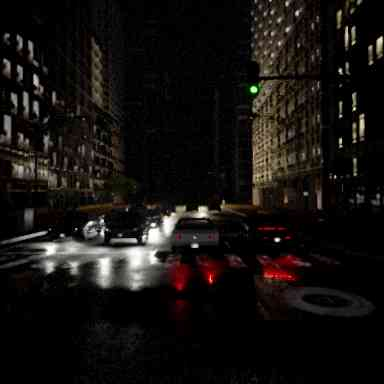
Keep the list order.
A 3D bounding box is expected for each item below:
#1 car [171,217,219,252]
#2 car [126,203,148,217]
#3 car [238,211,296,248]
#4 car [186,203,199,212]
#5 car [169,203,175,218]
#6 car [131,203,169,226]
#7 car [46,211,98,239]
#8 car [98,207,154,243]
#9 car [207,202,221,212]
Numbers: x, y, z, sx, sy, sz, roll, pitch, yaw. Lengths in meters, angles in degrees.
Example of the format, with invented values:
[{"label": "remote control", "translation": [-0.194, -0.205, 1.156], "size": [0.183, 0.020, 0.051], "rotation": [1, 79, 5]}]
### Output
[{"label": "car", "translation": [0.113, 1.777, 14.805], "size": [1.895, 1.301, 4.718], "rotation": [-1, -1, 0]}, {"label": "car", "translation": [-6.523, 2.135, 40.109], "size": [1.837, 1.490, 4.892], "rotation": [-1, -1, 1]}, {"label": "car", "translation": [3.357, 1.661, 15.519], "size": [1.837, 1.490, 4.892], "rotation": [-1, -1, 0]}, {"label": "car", "translation": [0.038, 2.313, 49.506], "size": [1.895, 1.301, 4.718], "rotation": [-1, -1, 0]}, {"label": "car", "translation": [-3.292, 2.155, 37.137], "size": [1.895, 1.301, 4.718], "rotation": [-1, -1, 0]}, {"label": "car", "translation": [-3.331, 1.890, 27.059], "size": [2.128, 1.511, 4.902], "rotation": [-1, -1, 0]}, {"label": "car", "translation": [-6.592, 1.860, 19.557], "size": [2.033, 1.411, 5.357], "rotation": [-1, -1, 0]}, {"label": "car", "translation": [-3.340, 1.780, 17.812], "size": [1.812, 1.442, 4.674], "rotation": [-1, -1, 0]}, {"label": "car", "translation": [3.287, 2.222, 49.056], "size": [2.033, 1.411, 5.357], "rotation": [-1, -1, 0]}]
